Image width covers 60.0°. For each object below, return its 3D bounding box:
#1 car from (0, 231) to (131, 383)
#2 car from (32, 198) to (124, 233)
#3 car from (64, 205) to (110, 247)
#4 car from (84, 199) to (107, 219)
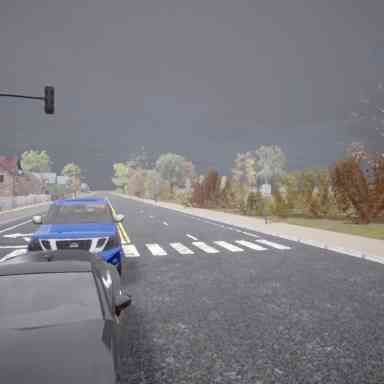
[{"bbox_3d":[-1.743,1.524,3.965,1.812,1.442,4.674,0,0,-12],"label":"car"},{"bbox_3d":[-3.342,1.218,10.064,2.150,2.045,5.566,0,0,-15],"label":"car"},{"bbox_3d":[-4.960,1.498,16.147,1.837,1.490,4.892,0,0,-15],"label":"car"},{"bbox_3d":[-8.744,1.460,30.389,1.882,1.535,5.008,0,0,-15],"label":"car"}]
